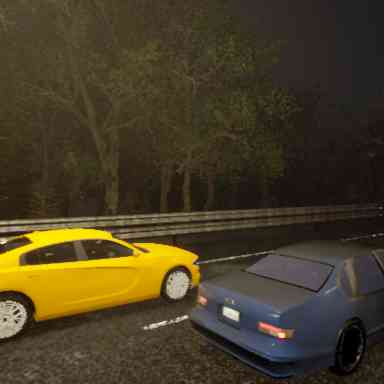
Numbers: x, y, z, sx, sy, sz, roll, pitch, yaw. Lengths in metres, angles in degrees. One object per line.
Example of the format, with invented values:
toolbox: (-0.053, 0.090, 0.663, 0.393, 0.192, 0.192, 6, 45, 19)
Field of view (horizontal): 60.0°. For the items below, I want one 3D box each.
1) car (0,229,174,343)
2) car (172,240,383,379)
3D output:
car: (-2.138, 1.476, 6.534, 5.008, 1.535, 1.882, 0, 0, -36)
car: (2.513, 1.542, 5.557, 5.357, 1.411, 2.033, 0, 0, -36)
